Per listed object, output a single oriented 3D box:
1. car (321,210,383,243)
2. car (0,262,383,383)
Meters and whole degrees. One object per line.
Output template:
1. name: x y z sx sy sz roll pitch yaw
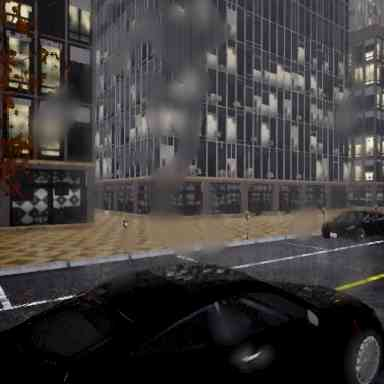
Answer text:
1. car: 8.140 1.563 16.226 4.313 1.339 1.947 0 0 -36
2. car: 0.207 1.525 3.581 4.674 1.442 1.812 0 0 -35
